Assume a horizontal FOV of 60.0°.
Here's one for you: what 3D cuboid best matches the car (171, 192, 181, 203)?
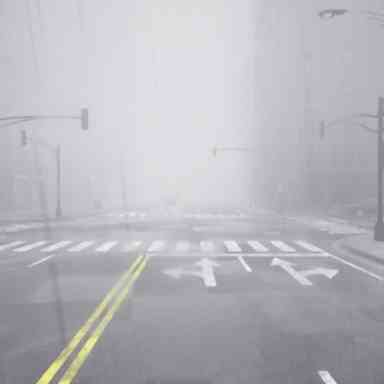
[{"bbox_3d":[-3.266,1.118,64.625,2.150,2.045,5.566,0,0,0],"label":"car"}]

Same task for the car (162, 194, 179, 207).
[{"bbox_3d":[-3.325,1.396,48.408,1.882,1.535,5.008,0,0,0],"label":"car"}]

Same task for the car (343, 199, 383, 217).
[{"bbox_3d":[14.456,1.230,26.582,4.507,1.381,1.887,-1,1,0],"label":"car"}]
